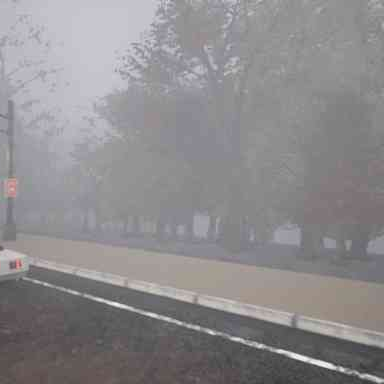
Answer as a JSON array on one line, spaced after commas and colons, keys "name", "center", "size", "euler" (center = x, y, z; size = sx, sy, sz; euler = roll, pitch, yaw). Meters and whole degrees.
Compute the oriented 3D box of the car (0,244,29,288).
[{"name": "car", "center": [-6.001, 1.600, 7.963], "size": [4.718, 1.301, 1.895], "euler": [0, 0, 36]}]
